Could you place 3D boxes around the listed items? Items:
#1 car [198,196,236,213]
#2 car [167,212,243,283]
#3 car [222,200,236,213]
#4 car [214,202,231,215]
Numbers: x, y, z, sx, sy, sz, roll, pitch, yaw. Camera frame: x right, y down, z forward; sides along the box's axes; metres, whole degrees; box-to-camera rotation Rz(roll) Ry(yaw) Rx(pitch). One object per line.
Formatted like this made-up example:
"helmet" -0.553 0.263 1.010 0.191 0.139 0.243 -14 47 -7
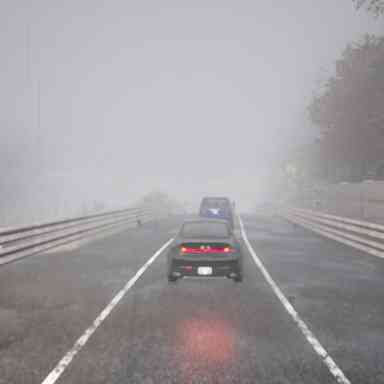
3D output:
"car" 1.630 1.263 21.851 2.150 2.045 5.566 0 0 7
"car" 0.387 1.517 9.682 1.837 1.490 4.892 0 -1 2
"car" 6.701 2.725 60.215 2.150 2.045 5.566 0 -5 10
"car" 3.511 1.845 37.877 1.812 1.442 4.674 0 -2 7
